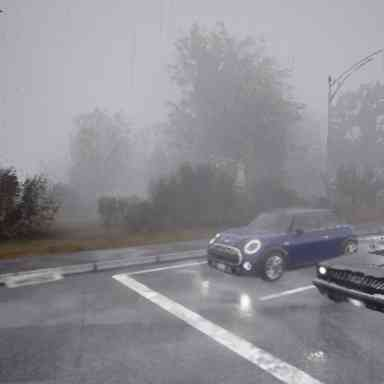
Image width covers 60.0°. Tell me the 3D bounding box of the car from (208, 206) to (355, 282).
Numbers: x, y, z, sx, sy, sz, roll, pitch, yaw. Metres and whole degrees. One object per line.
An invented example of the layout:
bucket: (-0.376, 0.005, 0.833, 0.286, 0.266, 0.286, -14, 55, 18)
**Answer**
car: (2.674, 1.292, 9.650, 4.553, 1.767, 2.097, -1, 1, -31)

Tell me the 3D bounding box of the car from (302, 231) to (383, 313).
car: (4.688, 1.547, 6.814, 4.718, 1.301, 1.895, -1, 1, -31)
